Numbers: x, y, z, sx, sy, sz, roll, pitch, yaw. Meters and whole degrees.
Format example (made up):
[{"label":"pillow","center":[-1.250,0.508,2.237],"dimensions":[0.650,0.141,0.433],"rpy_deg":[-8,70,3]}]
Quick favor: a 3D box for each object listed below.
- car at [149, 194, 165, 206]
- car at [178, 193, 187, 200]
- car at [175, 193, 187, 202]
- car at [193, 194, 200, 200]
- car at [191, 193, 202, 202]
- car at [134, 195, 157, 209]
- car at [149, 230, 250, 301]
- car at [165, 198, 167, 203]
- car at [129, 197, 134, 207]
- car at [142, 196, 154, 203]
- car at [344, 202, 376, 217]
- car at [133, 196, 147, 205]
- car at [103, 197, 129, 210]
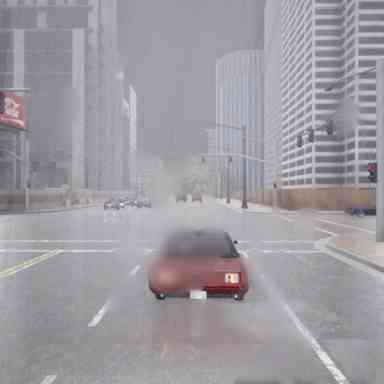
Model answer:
[{"label":"car","center":[-6.289,1.491,55.820],"dimensions":[2.128,1.511,4.902],"rpy_deg":[0,0,1]},{"label":"car","center":[-2.297,1.184,84.085],"dimensions":[2.097,1.767,4.553],"rpy_deg":[0,0,1]},{"label":"car","center":[-2.452,1.215,73.445],"dimensions":[2.150,2.045,5.566],"rpy_deg":[0,0,1]},{"label":"car","center":[1.203,1.353,84.064],"dimensions":[1.812,1.442,4.674],"rpy_deg":[0,0,1]},{"label":"car","center":[1.048,1.215,73.394],"dimensions":[2.150,2.045,5.566],"rpy_deg":[0,0,1]},{"label":"car","center":[-6.437,1.525,46.258],"dimensions":[1.812,1.442,4.674],"rpy_deg":[0,0,1]},{"label":"car","center":[0.216,1.601,8.322],"dimensions":[1.895,1.301,4.718],"rpy_deg":[0,0,2]},{"label":"car","center":[-6.090,1.600,65.919],"dimensions":[1.895,1.301,4.718],"rpy_deg":[0,0,1]},{"label":"car","center":[-9.846,1.492,52.504],"dimensions":[2.128,1.511,4.902],"rpy_deg":[0,0,1]},{"label":"car","center":[-9.472,1.524,72.079],"dimensions":[1.812,1.442,4.674],"rpy_deg":[0,0,1]},{"label":"car","center":[16.547,1.600,30.443],"dimensions":[4.718,1.301,1.895],"rpy_deg":[0,0,1]},{"label":"car","center":[-9.677,1.525,61.822],"dimensions":[1.812,1.442,4.674],"rpy_deg":[0,0,1]},{"label":"car","center":[-9.989,1.492,42.885],"dimensions":[2.128,1.511,4.902],"rpy_deg":[0,0,1]}]
